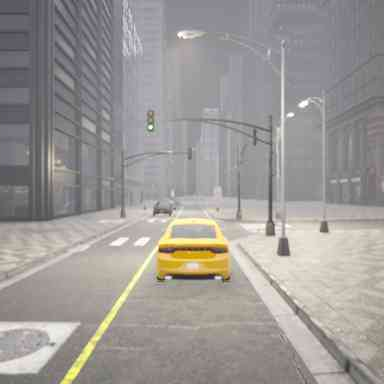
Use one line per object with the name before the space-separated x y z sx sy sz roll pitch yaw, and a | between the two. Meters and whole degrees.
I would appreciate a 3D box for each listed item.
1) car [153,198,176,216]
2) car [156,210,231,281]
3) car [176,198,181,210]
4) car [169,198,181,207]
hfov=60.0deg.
car | -3.092 1.724 36.019 1.882 1.535 5.008 0 0 0
car | 0.057 1.547 10.106 1.882 1.535 5.008 0 0 1
car | -3.084 1.868 46.497 2.033 1.411 5.357 0 0 0
car | -3.057 1.925 60.196 1.837 1.490 4.892 0 -1 0
